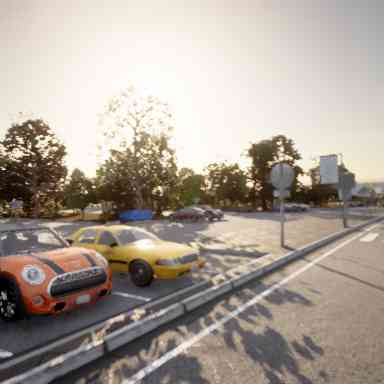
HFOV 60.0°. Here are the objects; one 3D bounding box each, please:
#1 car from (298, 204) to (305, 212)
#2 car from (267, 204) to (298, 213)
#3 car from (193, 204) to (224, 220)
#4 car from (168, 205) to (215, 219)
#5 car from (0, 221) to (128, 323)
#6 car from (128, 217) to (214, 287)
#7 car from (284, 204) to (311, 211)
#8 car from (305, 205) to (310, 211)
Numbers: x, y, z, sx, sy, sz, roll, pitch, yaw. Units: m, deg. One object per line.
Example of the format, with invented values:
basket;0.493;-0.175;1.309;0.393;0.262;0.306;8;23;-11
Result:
car;17.104;2.883;60.061;4.892;1.521;2.231;-2;-2;35
car;15.238;2.860;57.368;4.674;1.452;2.002;-2;-2;35
car;1.358;2.230;37.387;4.553;1.767;2.185;-2;-2;34
car;-0.384;2.334;34.735;4.674;1.452;2.002;-2;-2;34
car;-3.976;1.552;7.735;4.553;1.767;2.185;-2;-1;34
car;-2.156;1.675;10.026;5.366;1.575;1.946;-2;-1;34
car;20.757;3.045;65.340;4.674;1.452;2.002;-2;-2;35
car;18.957;2.945;62.758;5.008;1.535;2.097;-2;-2;35
